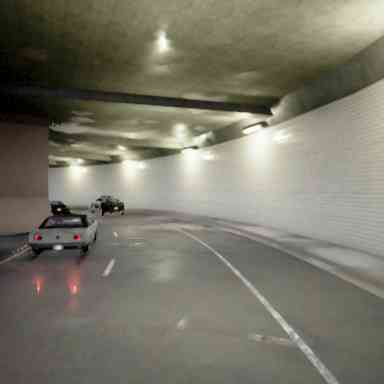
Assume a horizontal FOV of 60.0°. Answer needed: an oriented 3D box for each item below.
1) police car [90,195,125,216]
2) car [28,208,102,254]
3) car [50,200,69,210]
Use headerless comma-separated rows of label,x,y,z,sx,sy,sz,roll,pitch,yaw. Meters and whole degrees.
police car,-7.379,1.074,28.734,1.930,1.638,5.238,0,0,-31
car,-4.856,1.533,13.191,1.895,1.301,4.718,0,0,-11
car,-12.171,1.420,29.112,1.994,1.385,4.181,0,0,-36
